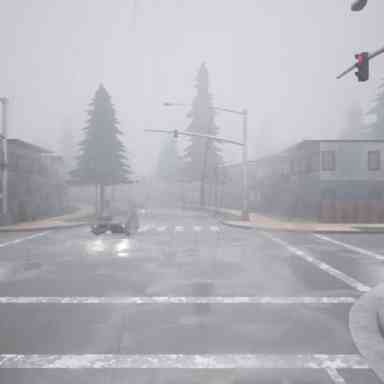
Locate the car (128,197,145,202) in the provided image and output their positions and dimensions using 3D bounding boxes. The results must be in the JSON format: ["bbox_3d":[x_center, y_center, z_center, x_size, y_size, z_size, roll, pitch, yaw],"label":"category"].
[{"bbox_3d":[-7.384,1.484,43.729,1.837,1.490,4.892,1,0,-18],"label":"car"}]

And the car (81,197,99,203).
[{"bbox_3d":[-20.022,1.562,65.514,1.895,1.301,4.718,0,0,-40],"label":"car"}]

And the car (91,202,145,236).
[{"bbox_3d":[-4.031,1.520,18.376,2.033,1.411,5.357,0,0,-2],"label":"car"}]
